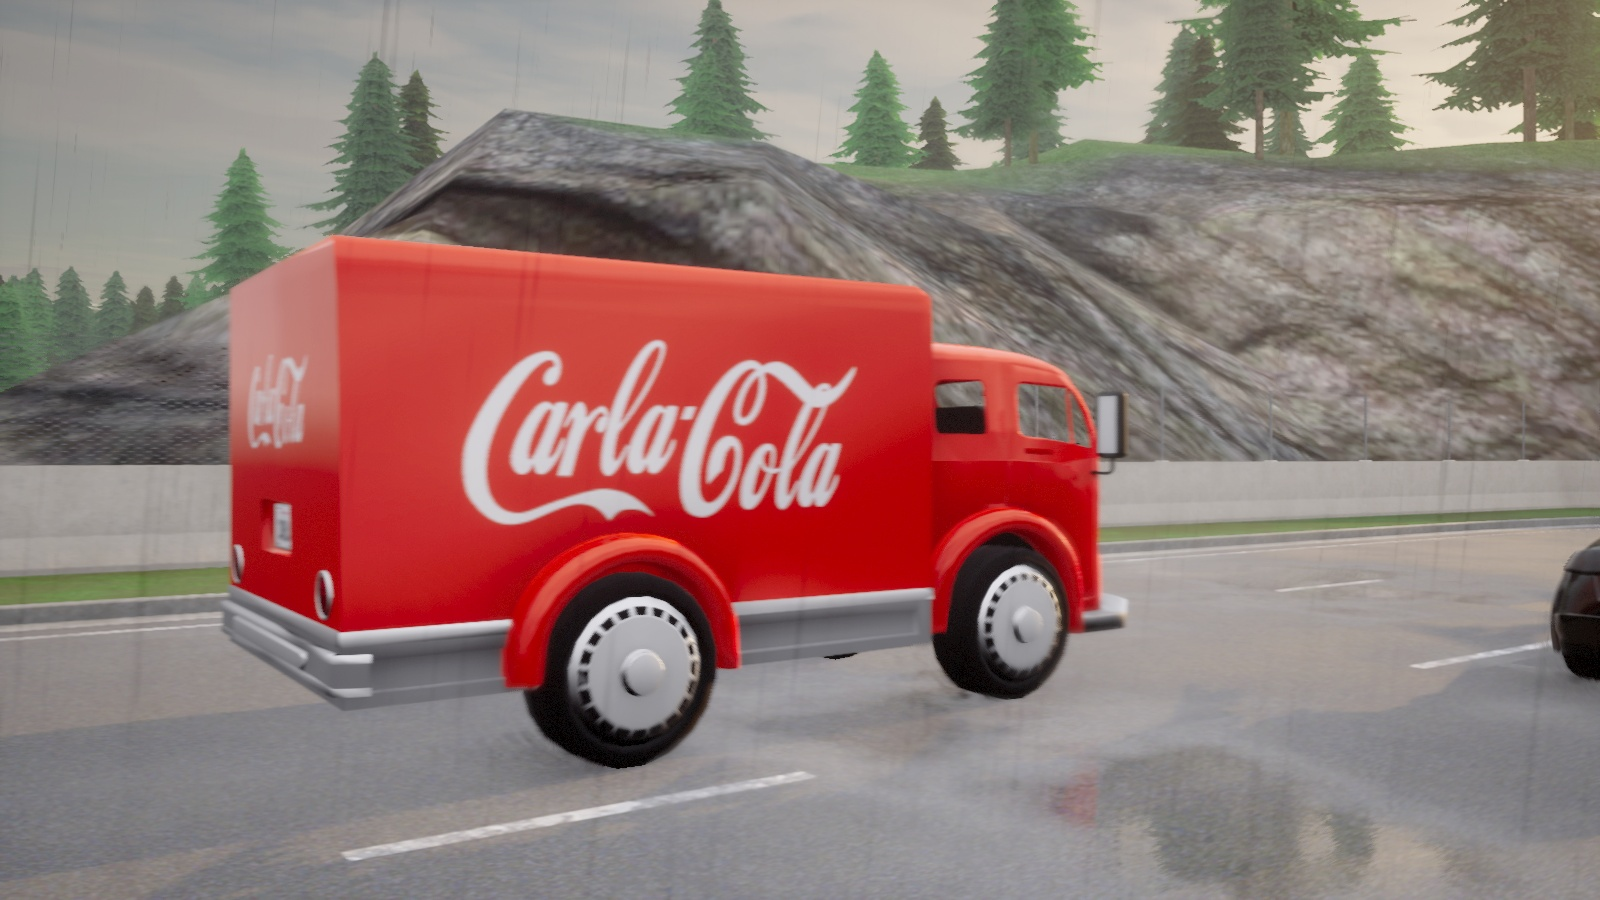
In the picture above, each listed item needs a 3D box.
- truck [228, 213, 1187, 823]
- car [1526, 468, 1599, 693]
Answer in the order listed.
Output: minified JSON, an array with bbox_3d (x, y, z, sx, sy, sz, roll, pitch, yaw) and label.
[{"bbox_3d":[-0.407,0.278,7.642,5.204,2.467,2.627,0,0,-35],"label":"truck"},{"bbox_3d":[7.004,0.815,8.534,4.181,1.385,1.994,0,0,-35],"label":"car"}]
